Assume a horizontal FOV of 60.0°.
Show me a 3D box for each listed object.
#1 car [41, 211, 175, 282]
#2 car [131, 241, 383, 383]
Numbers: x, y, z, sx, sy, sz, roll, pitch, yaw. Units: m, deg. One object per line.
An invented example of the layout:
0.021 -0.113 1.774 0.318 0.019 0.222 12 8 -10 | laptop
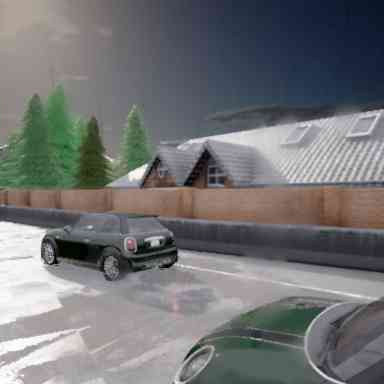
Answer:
-2.631 1.365 10.061 4.553 1.767 2.097 0 0 39 | car
2.001 1.356 2.178 4.553 1.767 2.097 0 0 35 | car
